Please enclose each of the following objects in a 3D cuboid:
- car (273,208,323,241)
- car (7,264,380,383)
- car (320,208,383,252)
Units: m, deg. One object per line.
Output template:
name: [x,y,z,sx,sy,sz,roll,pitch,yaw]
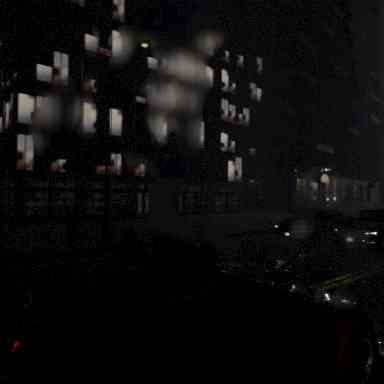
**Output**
car: [6.433,1.546,16.985,5.357,1.411,2.033,0,0,-39]
car: [0.289,1.567,3.753,4.181,1.385,1.994,0,0,-36]
car: [7.734,1.491,13.894,4.902,1.511,2.128,0,0,-39]
